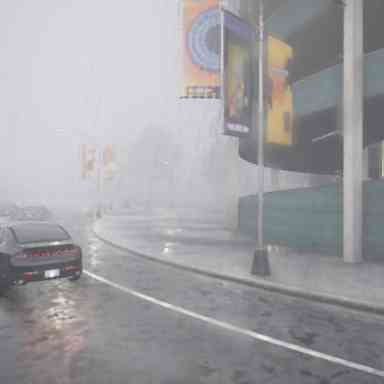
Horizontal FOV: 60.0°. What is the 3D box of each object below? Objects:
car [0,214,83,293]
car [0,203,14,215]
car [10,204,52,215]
[{"bbox_3d":[-4.581,1.564,9.195,1.837,1.490,4.892,0,-1,-39],"label":"car"},{"bbox_3d":[-17.071,1.732,30.674,2.033,1.411,5.357,0,-1,-16],"label":"car"},{"bbox_3d":[-11.853,1.712,25.231,2.033,1.411,5.357,0,-1,-16],"label":"car"}]
